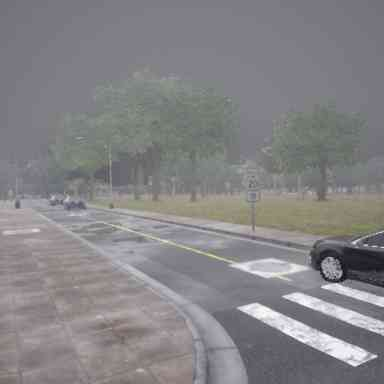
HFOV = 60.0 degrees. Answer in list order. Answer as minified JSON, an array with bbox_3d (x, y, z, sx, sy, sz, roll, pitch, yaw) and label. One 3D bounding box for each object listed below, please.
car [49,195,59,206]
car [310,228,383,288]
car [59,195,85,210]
[{"bbox_3d":[-21.027,1.266,52.188,2.097,1.767,4.553,-2,1,-30],"label":"car"},{"bbox_3d":[4.759,1.391,6.934,1.837,1.490,4.892,-2,2,-30],"label":"car"},{"bbox_3d":[-14.469,1.232,40.656,2.097,1.767,4.553,-2,1,-28],"label":"car"}]
